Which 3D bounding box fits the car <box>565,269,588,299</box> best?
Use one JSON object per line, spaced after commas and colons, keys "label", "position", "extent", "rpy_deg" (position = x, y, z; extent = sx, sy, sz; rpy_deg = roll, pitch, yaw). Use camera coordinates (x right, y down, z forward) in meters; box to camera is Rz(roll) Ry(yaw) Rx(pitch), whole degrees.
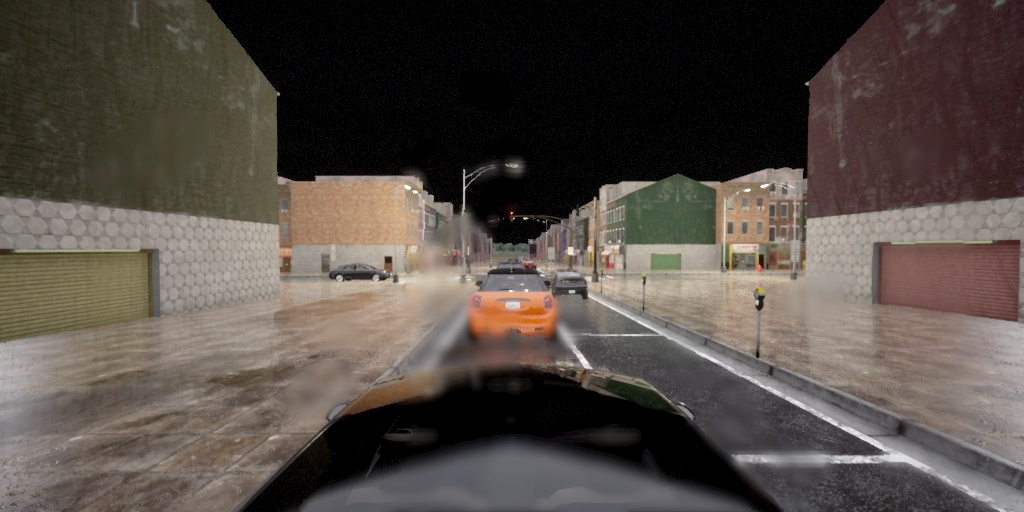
{"label": "car", "position": [2.581, 1.295, 17.546], "extent": [2.007, 1.370, 4.403], "rpy_deg": [0, 0, 0]}

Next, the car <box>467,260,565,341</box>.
{"label": "car", "position": [0.037, 1.099, 9.973], "extent": [2.097, 1.767, 4.553], "rpy_deg": [0, 0, 0]}

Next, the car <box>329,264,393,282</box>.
{"label": "car", "position": [-12.336, 1.362, 29.420], "extent": [4.892, 1.490, 1.837], "rpy_deg": [0, 1, -2]}

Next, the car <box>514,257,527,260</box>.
{"label": "car", "position": [-0.064, 1.097, 19.864], "extent": [2.097, 1.767, 4.553], "rpy_deg": [0, 0, 0]}
